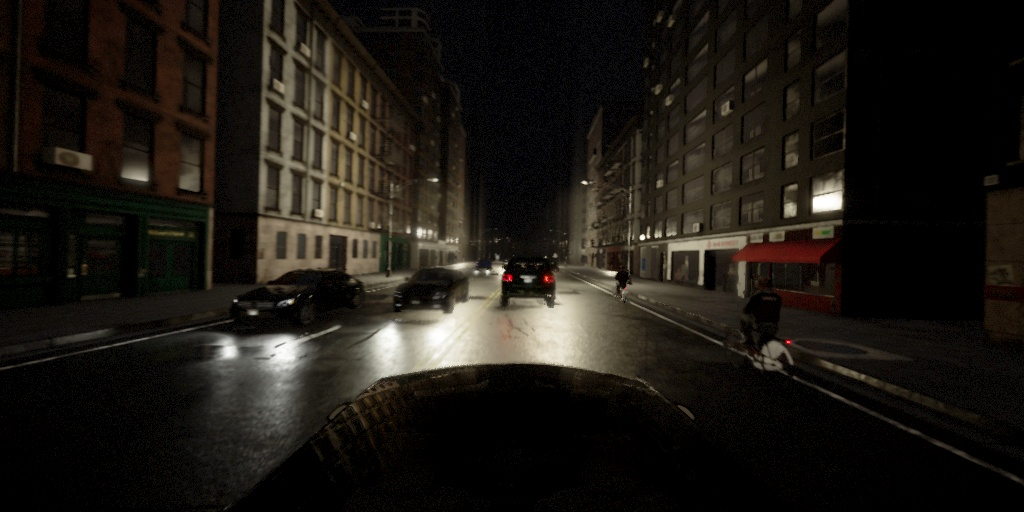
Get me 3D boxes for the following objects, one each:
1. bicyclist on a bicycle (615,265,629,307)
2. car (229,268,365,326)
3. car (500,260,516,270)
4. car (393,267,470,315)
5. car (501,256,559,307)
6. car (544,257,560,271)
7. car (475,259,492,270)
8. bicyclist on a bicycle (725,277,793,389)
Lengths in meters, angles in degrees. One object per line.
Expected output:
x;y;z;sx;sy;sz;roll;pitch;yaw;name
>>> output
4.777;1.279;15.770;0.659;1.776;1.843;2;0;3;bicyclist on a bicycle
-6.233;1.126;11.126;1.812;1.442;4.674;2;0;3;car
-0.577;1.378;54.842;2.033;1.411;5.357;2;0;4;car
-2.845;1.175;13.602;1.882;1.535;5.008;2;0;3;car
0.745;1.021;16.001;2.150;2.045;5.566;2;0;3;car
6.190;1.239;56.538;2.150;2.045;5.566;2;0;3;car
-4.018;1.210;51.570;1.882;1.535;5.008;2;0;3;car
4.266;1.246;6.313;0.659;1.776;1.843;2;0;3;bicyclist on a bicycle
